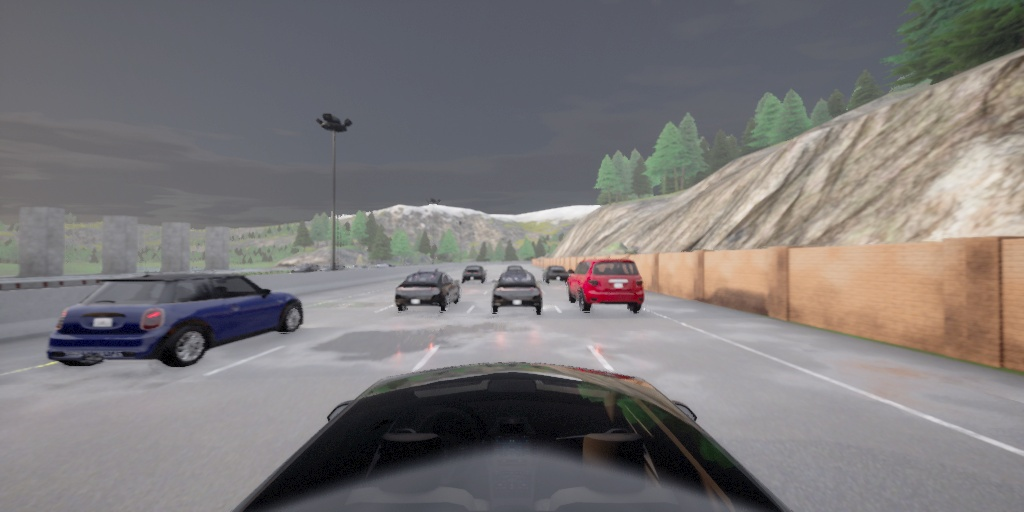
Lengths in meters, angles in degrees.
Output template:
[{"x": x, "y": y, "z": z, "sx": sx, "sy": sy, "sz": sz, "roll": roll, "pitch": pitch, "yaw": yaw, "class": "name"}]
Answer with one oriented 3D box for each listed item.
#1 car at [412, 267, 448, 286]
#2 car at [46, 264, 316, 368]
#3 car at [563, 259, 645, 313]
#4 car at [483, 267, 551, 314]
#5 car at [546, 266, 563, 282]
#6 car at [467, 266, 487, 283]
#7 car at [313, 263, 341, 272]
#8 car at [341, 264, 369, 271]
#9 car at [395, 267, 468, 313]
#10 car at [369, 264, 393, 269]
[{"x": -6.737, "y": 1.656, "z": 29.960, "sx": 1.895, "sy": 1.301, "sz": 4.718, "roll": 0, "pitch": -1, "yaw": 0, "class": "car"}, {"x": -6.868, "y": 1.161, "z": 8.165, "sx": 2.097, "sy": 1.767, "sz": 4.553, "roll": 0, "pitch": -1, "yaw": 1, "class": "car"}, {"x": 3.702, "y": 1.130, "z": 15.051, "sx": 2.150, "sy": 2.045, "sz": 5.566, "roll": 0, "pitch": 0, "yaw": 1, "class": "car"}, {"x": 0.196, "y": 1.387, "z": 14.585, "sx": 2.128, "sy": 1.511, "sz": 4.902, "roll": 0, "pitch": -1, "yaw": 1, "class": "car"}, {"x": 3.748, "y": 1.597, "z": 31.533, "sx": 1.837, "sy": 1.490, "sz": 4.892, "roll": 0, "pitch": -1, "yaw": 0, "class": "car"}, {"x": -3.252, "y": 1.585, "z": 31.603, "sx": 1.837, "sy": 1.490, "sz": 4.892, "roll": 0, "pitch": -1, "yaw": 0, "class": "car"}, {"x": -24.647, "y": 1.732, "z": 49.403, "sx": 2.128, "sy": 1.511, "sz": 4.902, "roll": 0, "pitch": -1, "yaw": 0, "class": "car"}, {"x": -21.148, "y": 1.847, "z": 49.275, "sx": 1.895, "sy": 1.301, "sz": 4.718, "roll": 0, "pitch": -1, "yaw": 0, "class": "car"}, {"x": -3.302, "y": 1.383, "z": 14.782, "sx": 2.128, "sy": 1.511, "sz": 4.902, "roll": 0, "pitch": -1, "yaw": 1, "class": "car"}, {"x": -17.656, "y": 1.783, "z": 49.655, "sx": 1.812, "sy": 1.442, "sz": 4.674, "roll": 0, "pitch": -1, "yaw": -1, "class": "car"}]
